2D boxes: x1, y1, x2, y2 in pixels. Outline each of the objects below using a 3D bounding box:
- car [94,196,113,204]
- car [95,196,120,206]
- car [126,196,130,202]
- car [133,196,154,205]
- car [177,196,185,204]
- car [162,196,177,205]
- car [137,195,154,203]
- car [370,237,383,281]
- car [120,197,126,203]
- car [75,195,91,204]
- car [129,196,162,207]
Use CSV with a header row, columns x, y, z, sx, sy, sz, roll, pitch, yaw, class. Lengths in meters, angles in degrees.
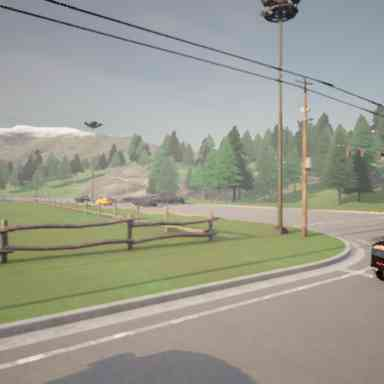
x,y,z,sx,sy,sz,roll,pitch,yaw,class
-17.950,1.594,67.395,2.033,1.411,5.357,0,0,-35,car
-14.568,1.518,56.435,1.882,1.535,5.008,0,-1,-35,car
-13.469,1.589,73.028,2.128,1.511,4.902,0,0,-35,car
-8.870,1.535,60.501,1.882,1.535,5.008,0,0,-35,car
-3.279,1.574,64.720,1.837,1.490,4.892,0,-2,-35,car
-5.366,1.566,61.597,1.837,1.490,4.892,0,-2,-35,car
-10.525,1.550,74.926,1.882,1.535,5.008,0,0,-35,car
6.463,1.517,8.850,4.902,1.511,2.128,0,0,-41,car
-16.360,1.579,71.056,1.812,1.442,4.674,0,0,-35,car
-22.045,1.393,66.976,2.097,1.767,4.553,0,0,-35,car
-7.391,1.598,52.266,2.033,1.411,5.357,0,0,-35,car
